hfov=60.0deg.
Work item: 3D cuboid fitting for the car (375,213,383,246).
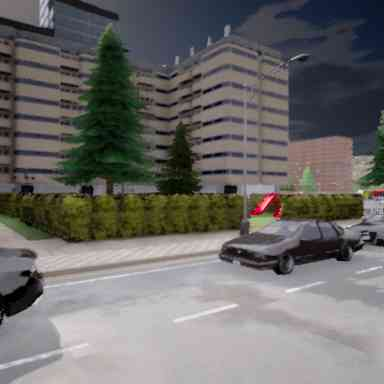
[{"bbox_3d":[8.437,1.601,14.177,4.181,1.385,1.994,0,0,-35],"label":"car"}]

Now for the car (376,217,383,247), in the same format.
[{"bbox_3d":[7.339,1.503,9.143,5.008,1.535,1.882,0,0,-35],"label":"car"}]

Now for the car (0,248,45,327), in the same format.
[{"bbox_3d":[-4.817,1.490,4.843,4.902,1.511,2.128,0,0,-35],"label":"car"}]

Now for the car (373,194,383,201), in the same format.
[{"bbox_3d":[47.227,1.595,80.959,1.970,1.475,3.806,0,0,-35],"label":"car"}]

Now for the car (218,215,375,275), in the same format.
[{"bbox_3d":[3.408,1.569,10.700,5.357,1.411,2.033,0,0,-35],"label":"car"}]
